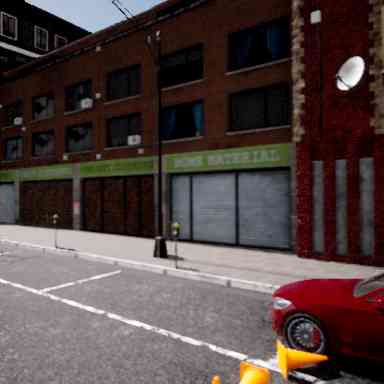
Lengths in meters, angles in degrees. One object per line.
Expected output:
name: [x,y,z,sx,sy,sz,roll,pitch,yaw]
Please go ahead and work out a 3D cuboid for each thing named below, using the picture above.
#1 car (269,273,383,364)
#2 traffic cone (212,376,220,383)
car: [3.117,1.607,4.311,4.206,1.307,1.802,0,-1,35]
traffic cone: [0.216,1.968,3.007,0.340,0.580,0.340,0,0,35]
